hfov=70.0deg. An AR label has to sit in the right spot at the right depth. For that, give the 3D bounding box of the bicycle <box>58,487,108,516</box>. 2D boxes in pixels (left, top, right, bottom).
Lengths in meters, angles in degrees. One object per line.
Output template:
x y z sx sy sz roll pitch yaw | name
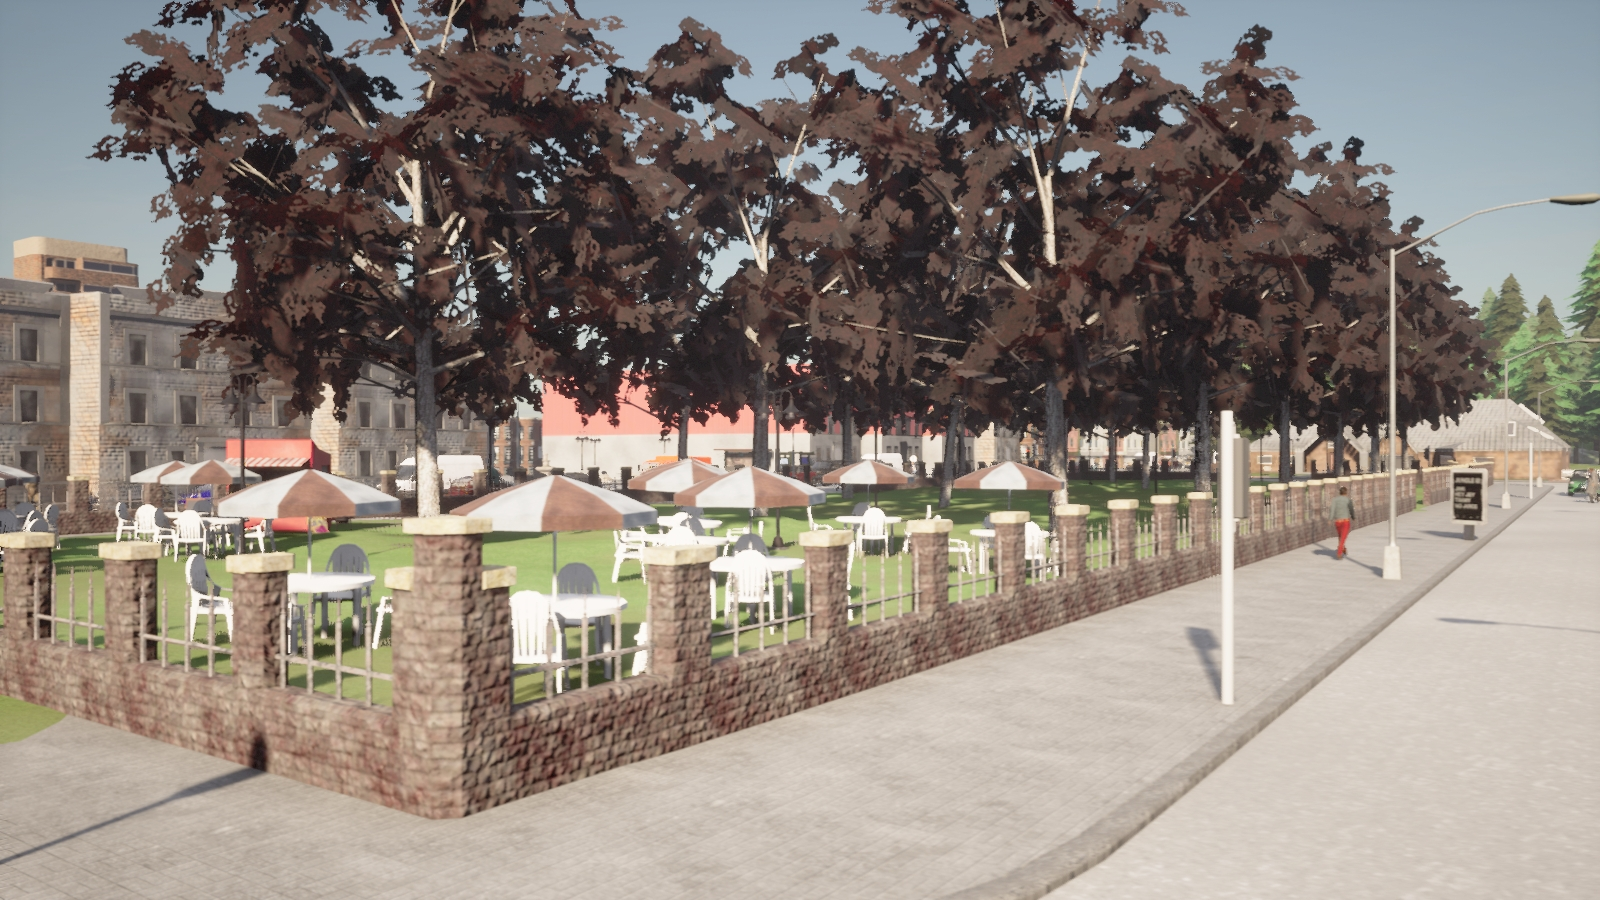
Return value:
-28.840 2.072 45.959 0.859 1.080 1.487 0 0 35 | bicycle

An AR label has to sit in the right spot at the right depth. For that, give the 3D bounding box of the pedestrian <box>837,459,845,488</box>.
2.708 1.553 75.761 0.375 1.860 0.375 0 0 34 | pedestrian

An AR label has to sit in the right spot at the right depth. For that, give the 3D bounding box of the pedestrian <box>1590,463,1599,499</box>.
41.561 1.630 59.663 0.375 1.860 0.375 0 0 -40 | pedestrian

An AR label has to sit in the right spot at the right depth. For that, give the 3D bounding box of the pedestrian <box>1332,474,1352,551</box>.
13.318 1.529 28.087 0.375 1.860 0.375 0 0 37 | pedestrian

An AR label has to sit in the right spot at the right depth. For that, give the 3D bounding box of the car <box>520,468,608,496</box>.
-13.882 1.851 67.407 2.097 1.535 5.006 0 0 35 | car

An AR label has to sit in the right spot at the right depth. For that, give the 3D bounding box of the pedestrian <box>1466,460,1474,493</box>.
38.521 1.530 65.665 0.375 1.860 0.375 0 0 35 | pedestrian

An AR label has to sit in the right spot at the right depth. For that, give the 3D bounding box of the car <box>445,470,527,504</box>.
-15.803 1.839 57.597 1.789 1.549 3.705 0 0 35 | car

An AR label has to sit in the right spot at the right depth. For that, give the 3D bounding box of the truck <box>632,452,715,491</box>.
-8.293 1.401 75.399 2.627 2.467 5.204 0 -1 35 | truck

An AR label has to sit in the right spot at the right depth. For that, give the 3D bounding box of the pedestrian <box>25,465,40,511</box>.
-31.707 1.561 47.211 0.375 1.860 0.375 0 0 30 | pedestrian

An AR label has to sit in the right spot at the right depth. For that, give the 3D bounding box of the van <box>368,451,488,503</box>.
-19.322 1.349 59.613 1.988 2.561 5.915 0 0 35 | van
